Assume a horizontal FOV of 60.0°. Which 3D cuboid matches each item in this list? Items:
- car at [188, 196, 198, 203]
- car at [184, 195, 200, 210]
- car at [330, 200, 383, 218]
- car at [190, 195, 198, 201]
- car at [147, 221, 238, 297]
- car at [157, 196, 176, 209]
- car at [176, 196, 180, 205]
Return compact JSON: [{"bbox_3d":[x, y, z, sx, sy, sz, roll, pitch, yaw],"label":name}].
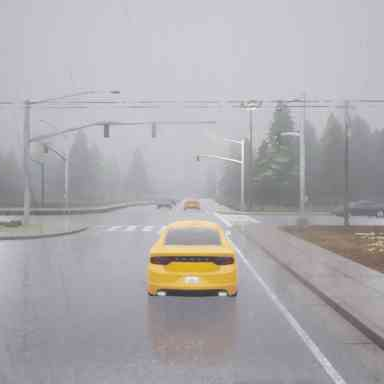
[{"bbox_3d":[0.246,1.537,72.865,2.033,1.411,5.357,0,0,2],"label":"car"},{"bbox_3d":[-0.012,1.478,42.304,1.882,1.535,5.008,0,0,0],"label":"car"},{"bbox_3d":[14.887,1.530,29.630,4.892,1.490,1.837,0,0,1],"label":"car"},{"bbox_3d":[0.637,1.442,83.258,1.837,1.490,4.892,0,0,2],"label":"car"},{"bbox_3d":[0.043,1.474,8.642,1.882,1.535,5.008,0,0,1],"label":"car"},{"bbox_3d":[-3.612,1.547,45.064,2.033,1.411,5.357,0,0,0],"label":"car"},{"bbox_3d":[-3.587,1.600,55.620,1.895,1.301,4.718,0,0,1],"label":"car"}]
